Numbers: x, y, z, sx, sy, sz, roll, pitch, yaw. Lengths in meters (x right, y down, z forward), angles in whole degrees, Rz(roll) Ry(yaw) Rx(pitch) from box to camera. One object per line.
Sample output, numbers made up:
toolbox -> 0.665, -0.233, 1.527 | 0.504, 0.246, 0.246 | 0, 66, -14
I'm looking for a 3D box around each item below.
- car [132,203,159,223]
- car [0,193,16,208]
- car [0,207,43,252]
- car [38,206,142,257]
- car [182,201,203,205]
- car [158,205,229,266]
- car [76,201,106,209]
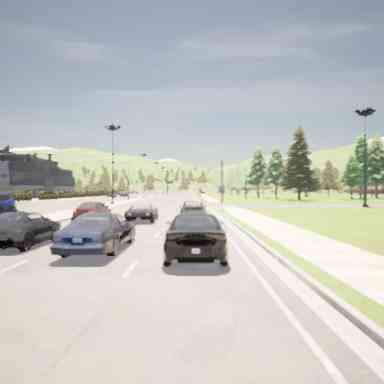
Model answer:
car -> -3.483, 1.456, 23.923 | 1.895, 1.301, 4.718 | 0, 0, 0
car -> -15.112, 1.074, 24.378 | 2.150, 2.045, 5.566 | 0, 0, 0
car -> -6.918, 1.481, 13.530 | 1.994, 1.385, 4.181 | 0, 0, 0
car -> -3.425, 1.472, 12.468 | 2.033, 1.411, 5.357 | 0, 0, 0
car -> 0.063, 1.349, 23.568 | 2.128, 1.511, 4.902 | 0, 0, 0
car -> 0.104, 1.409, 11.253 | 1.882, 1.535, 5.008 | 0, 0, 0
car -> -6.988, 1.383, 23.556 | 1.812, 1.442, 4.674 | 0, 0, 0
